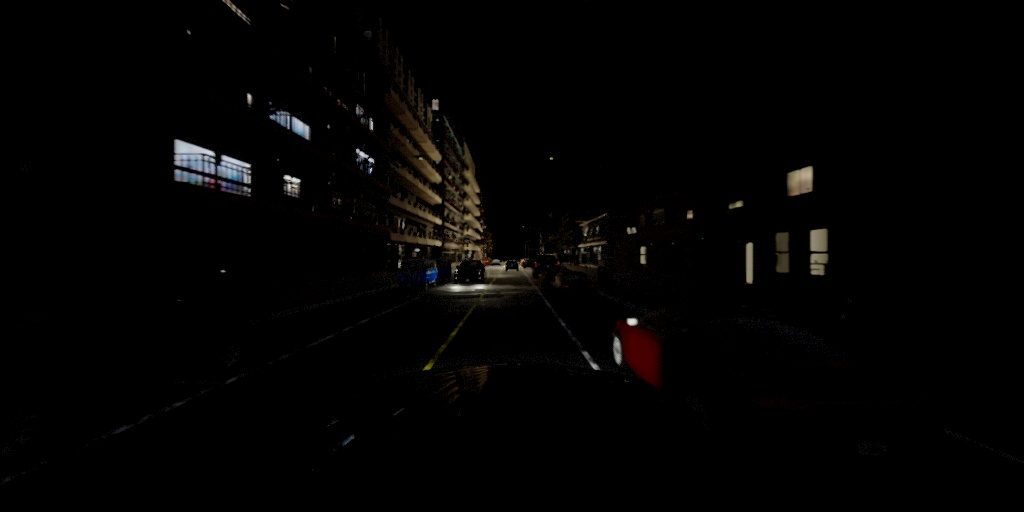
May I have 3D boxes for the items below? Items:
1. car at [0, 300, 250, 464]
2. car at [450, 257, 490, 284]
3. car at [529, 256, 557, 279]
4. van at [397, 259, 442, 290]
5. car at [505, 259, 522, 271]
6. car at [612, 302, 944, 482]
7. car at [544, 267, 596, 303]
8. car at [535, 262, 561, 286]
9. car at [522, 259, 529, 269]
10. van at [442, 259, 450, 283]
[{"bbox_3d":[-5.691,1.314,4.902,1.948,1.339,4.313,0,0,0],"label":"car"},{"bbox_3d":[-3.096,1.100,27.227,2.097,1.767,4.553,0,0,0],"label":"car"},{"bbox_3d":[2.998,0.975,33.029,2.150,2.045,5.566,0,0,0],"label":"car"},{"bbox_3d":[-5.692,1.088,21.993,1.690,1.789,3.998,0,0,0],"label":"van"},{"bbox_3d":[0.014,1.306,48.155,2.033,1.411,5.357,0,0,0],"label":"car"},{"bbox_3d":[2.690,1.294,4.900,1.888,1.381,4.507,0,0,0],"label":"car"},{"bbox_3d":[2.689,1.328,16.293,1.802,1.307,4.207,0,0,0],"label":"car"},{"bbox_3d":[2.689,1.292,21.990,1.888,1.381,4.507,0,0,0],"label":"car"},{"bbox_3d":[2.688,1.347,56.170,1.802,1.307,4.207,0,0,0],"label":"car"},{"bbox_3d":[-5.692,1.089,27.689,1.690,1.789,3.998,0,0,0],"label":"van"}]
